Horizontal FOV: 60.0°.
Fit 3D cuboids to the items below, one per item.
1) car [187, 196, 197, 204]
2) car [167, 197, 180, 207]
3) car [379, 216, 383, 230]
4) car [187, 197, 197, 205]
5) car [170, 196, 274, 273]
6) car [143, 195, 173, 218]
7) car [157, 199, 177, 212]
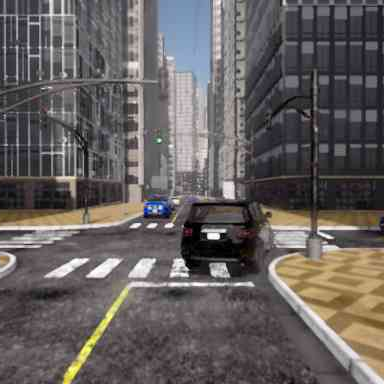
[{"bbox_3d":[-0.004,1.634,70.359,2.128,1.511,4.902,0,0,0],"label":"car"},{"bbox_3d":[-3.067,1.613,55.193,1.812,1.442,4.674,0,0,0],"label":"car"},{"bbox_3d":[12.519,1.455,17.366,5.008,1.535,1.882,0,1,4],"label":"car"},{"bbox_3d":[-0.004,1.625,60.342,1.812,1.442,4.674,0,0,0],"label":"car"},{"bbox_3d":[1.377,1.245,11.069,2.150,2.045,5.566,-1,-1,18],"label":"car"},{"bbox_3d":[-3.098,1.261,30.641,2.150,2.045,5.566,0,0,0],"label":"car"},{"bbox_3d":[-3.090,1.608,41.800,2.033,1.411,5.357,0,0,0],"label":"car"}]
